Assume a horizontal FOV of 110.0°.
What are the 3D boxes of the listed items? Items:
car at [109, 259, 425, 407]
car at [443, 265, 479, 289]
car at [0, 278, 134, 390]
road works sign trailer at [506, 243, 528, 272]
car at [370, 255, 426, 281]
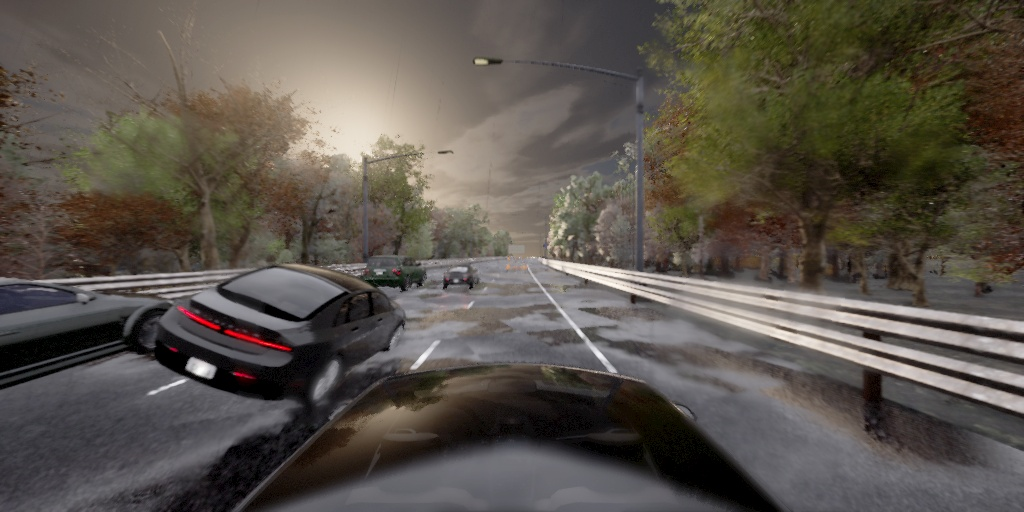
[{"bbox_3d":[-3.196,1.017,6.236,1.837,1.490,4.892,21,-1,1],"label":"car"},{"bbox_3d":[-3.234,1.268,23.185,1.812,1.442,4.674,0,0,1],"label":"car"},{"bbox_3d":[-6.857,0.960,4.659,1.994,1.385,4.181,2,4,0],"label":"car"},{"bbox_3d":[0.570,0.187,45.377,2.380,3.560,2.880,0,0,2],"label":"road works sign trailer"},{"bbox_3d":[-6.770,0.973,21.203,2.150,2.045,5.566,0,0,1],"label":"car"}]
